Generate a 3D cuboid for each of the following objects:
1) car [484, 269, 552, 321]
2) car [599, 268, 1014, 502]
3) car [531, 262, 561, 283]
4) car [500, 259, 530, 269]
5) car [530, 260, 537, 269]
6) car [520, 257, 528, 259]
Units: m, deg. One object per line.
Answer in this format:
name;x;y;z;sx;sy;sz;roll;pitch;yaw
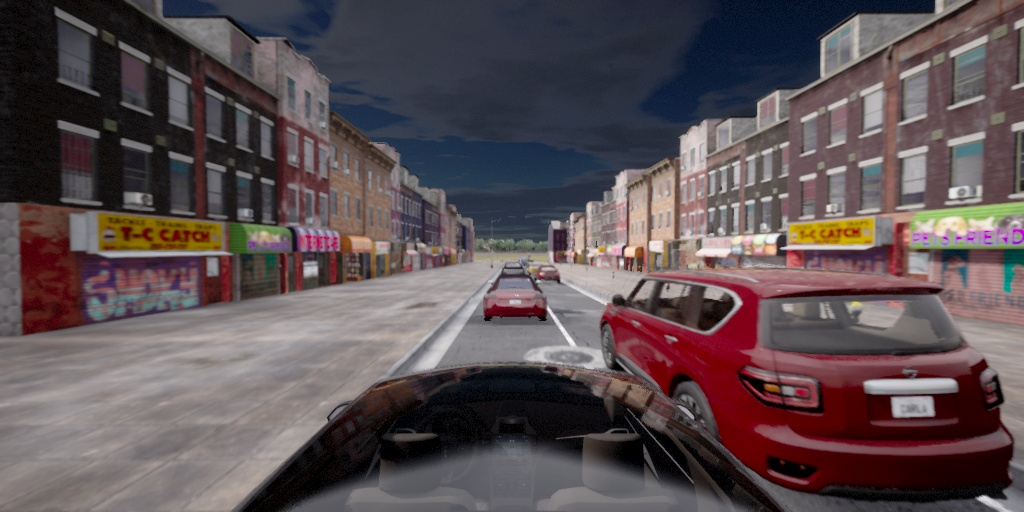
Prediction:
car;0.099;1.312;12.485;1.994;1.385;4.181;0;0;0
car;2.636;1.064;4.726;2.192;1.841;5.009;0;0;0
car;2.635;1.328;26.856;1.802;1.307;4.207;0;0;0
car;0.099;1.237;29.084;2.128;1.511;4.902;0;0;0
car;2.635;1.270;38.091;1.751;1.417;4.829;0;0;0
car;2.634;1.312;60.050;1.948;1.339;4.313;0;0;0
